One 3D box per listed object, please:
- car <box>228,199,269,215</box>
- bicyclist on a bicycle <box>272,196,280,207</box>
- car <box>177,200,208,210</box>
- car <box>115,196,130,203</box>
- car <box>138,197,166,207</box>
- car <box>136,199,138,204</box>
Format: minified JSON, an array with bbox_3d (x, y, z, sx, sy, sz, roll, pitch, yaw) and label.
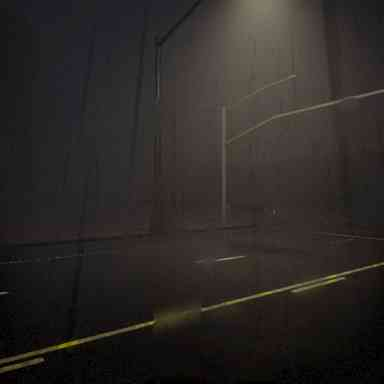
[{"bbox_3d":[5.822,1.500,34.503,2.128,1.511,4.902,0,0,-36],"label":"car"},{"bbox_3d":[11.462,1.316,45.503,1.656,1.620,0.582,0,0,-36],"label":"bicyclist on a bicycle"},{"bbox_3d":[0.036,1.610,42.602,1.895,1.301,4.718,0,0,-36],"label":"car"},{"bbox_3d":[-14.461,1.478,69.075,1.812,1.442,4.674,0,0,-36],"label":"car"},{"bbox_3d":[-5.831,1.486,50.827,1.882,1.535,5.008,0,0,-35],"label":"car"},{"bbox_3d":[-8.648,1.574,61.026,1.994,1.385,4.181,0,0,-35],"label":"car"}]
